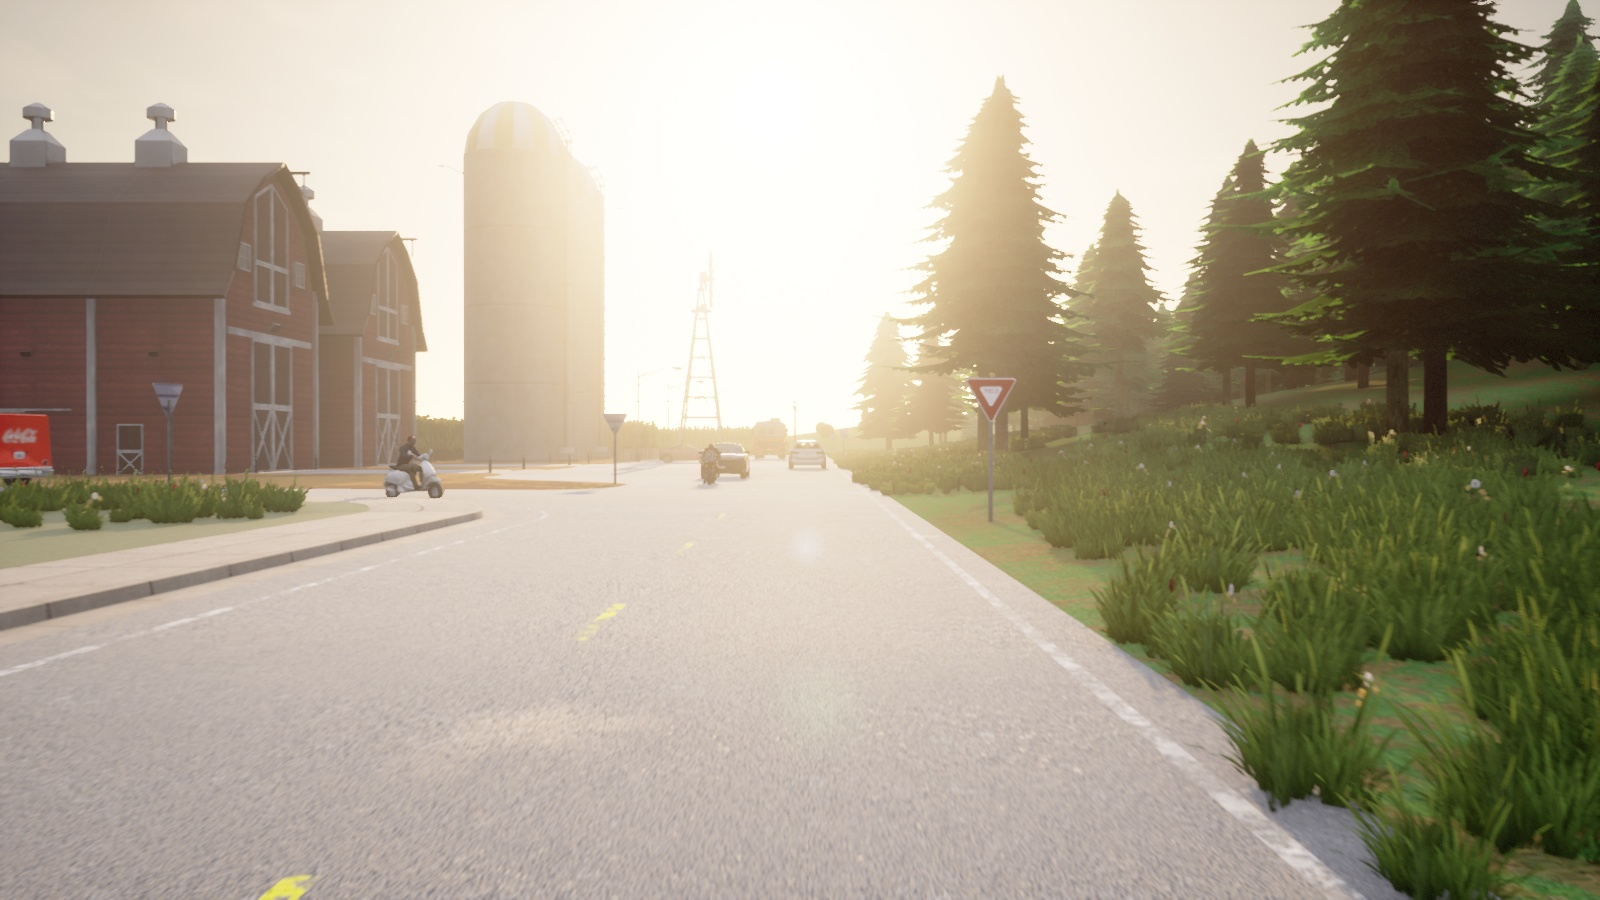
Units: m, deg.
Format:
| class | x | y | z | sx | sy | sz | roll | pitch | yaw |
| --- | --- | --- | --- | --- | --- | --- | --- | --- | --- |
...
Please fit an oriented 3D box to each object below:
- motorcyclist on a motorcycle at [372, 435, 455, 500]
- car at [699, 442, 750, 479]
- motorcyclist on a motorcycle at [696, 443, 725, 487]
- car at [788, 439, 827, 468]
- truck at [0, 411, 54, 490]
| class | x | y | z | sx | sy | sz | roll | pitch | yaw |
| --- | --- | --- | --- | --- | --- | --- | --- | --- | --- |
| motorcyclist on a motorcycle | -9.616 | 0.418 | 31.248 | 1.817 | 1.590 | 0.866 | 0 | 1 | 22 |
| car | -3.179 | 0.419 | 53.787 | 1.882 | 1.535 | 5.008 | 0 | 0 | 0 |
| motorcyclist on a motorcycle | -3.228 | 0.522 | 45.539 | 0.866 | 1.530 | 2.191 | 0 | 0 | 0 |
| car | 0.435 | 0.176 | 73.743 | 2.242 | 1.667 | 4.611 | 0 | 0 | 0 |
| truck | -27.073 | -0.012 | 40.236 | 5.204 | 2.467 | 2.627 | 1 | 0 | 17 |
